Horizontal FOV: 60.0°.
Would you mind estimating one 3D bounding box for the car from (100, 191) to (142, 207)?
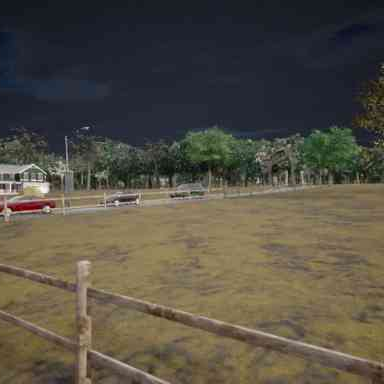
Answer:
[{"bbox_3d":[-7.257,0.662,34.227,1.837,1.490,4.892,-3,1,36],"label":"car"}]

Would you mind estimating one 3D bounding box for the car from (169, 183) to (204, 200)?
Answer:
[{"bbox_3d":[-0.640,-0.062,43.508,2.150,2.045,5.566,-3,0,36],"label":"car"}]

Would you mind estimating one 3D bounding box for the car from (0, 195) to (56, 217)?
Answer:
[{"bbox_3d":[-13.191,1.026,25.912,1.882,1.535,5.008,-3,1,35],"label":"car"}]
